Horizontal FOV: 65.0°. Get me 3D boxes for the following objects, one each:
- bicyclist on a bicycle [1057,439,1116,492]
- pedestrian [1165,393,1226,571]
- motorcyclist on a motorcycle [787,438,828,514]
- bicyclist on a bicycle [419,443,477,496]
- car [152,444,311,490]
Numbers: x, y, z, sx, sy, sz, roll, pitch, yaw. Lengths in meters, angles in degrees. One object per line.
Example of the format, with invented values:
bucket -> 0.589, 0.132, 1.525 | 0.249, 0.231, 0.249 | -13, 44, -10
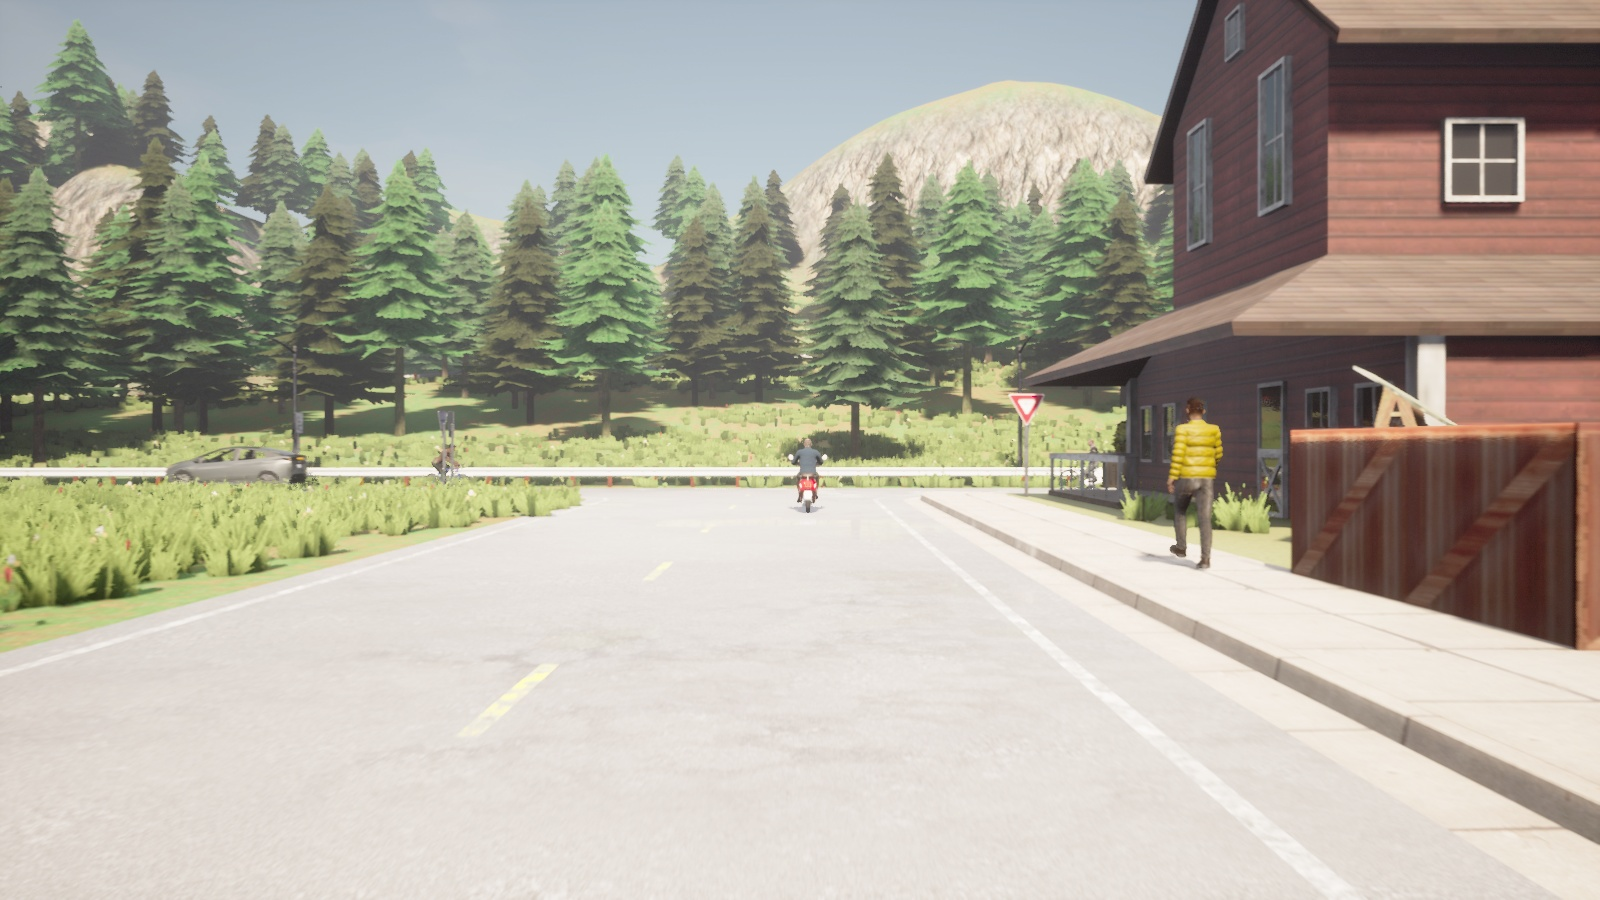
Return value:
bicyclist on a bicycle -> 9.749, 0.524, 42.802 | 1.843, 1.776, 0.659 | 0, 0, 0
pedestrian -> 4.204, 0.330, 13.379 | 0.431, 1.840, 0.709 | 0, 0, 1
motorcyclist on a motorcycle -> 0.172, 0.545, 27.514 | 0.866, 1.590, 1.817 | 0, 0, 0
bicyclist on a bicycle -> -11.016, 0.609, 39.313 | 1.656, 1.620, 0.582 | 0, 0, 4
car -> -19.383, 0.576, 42.932 | 4.514, 1.525, 2.007 | 0, 0, 0
